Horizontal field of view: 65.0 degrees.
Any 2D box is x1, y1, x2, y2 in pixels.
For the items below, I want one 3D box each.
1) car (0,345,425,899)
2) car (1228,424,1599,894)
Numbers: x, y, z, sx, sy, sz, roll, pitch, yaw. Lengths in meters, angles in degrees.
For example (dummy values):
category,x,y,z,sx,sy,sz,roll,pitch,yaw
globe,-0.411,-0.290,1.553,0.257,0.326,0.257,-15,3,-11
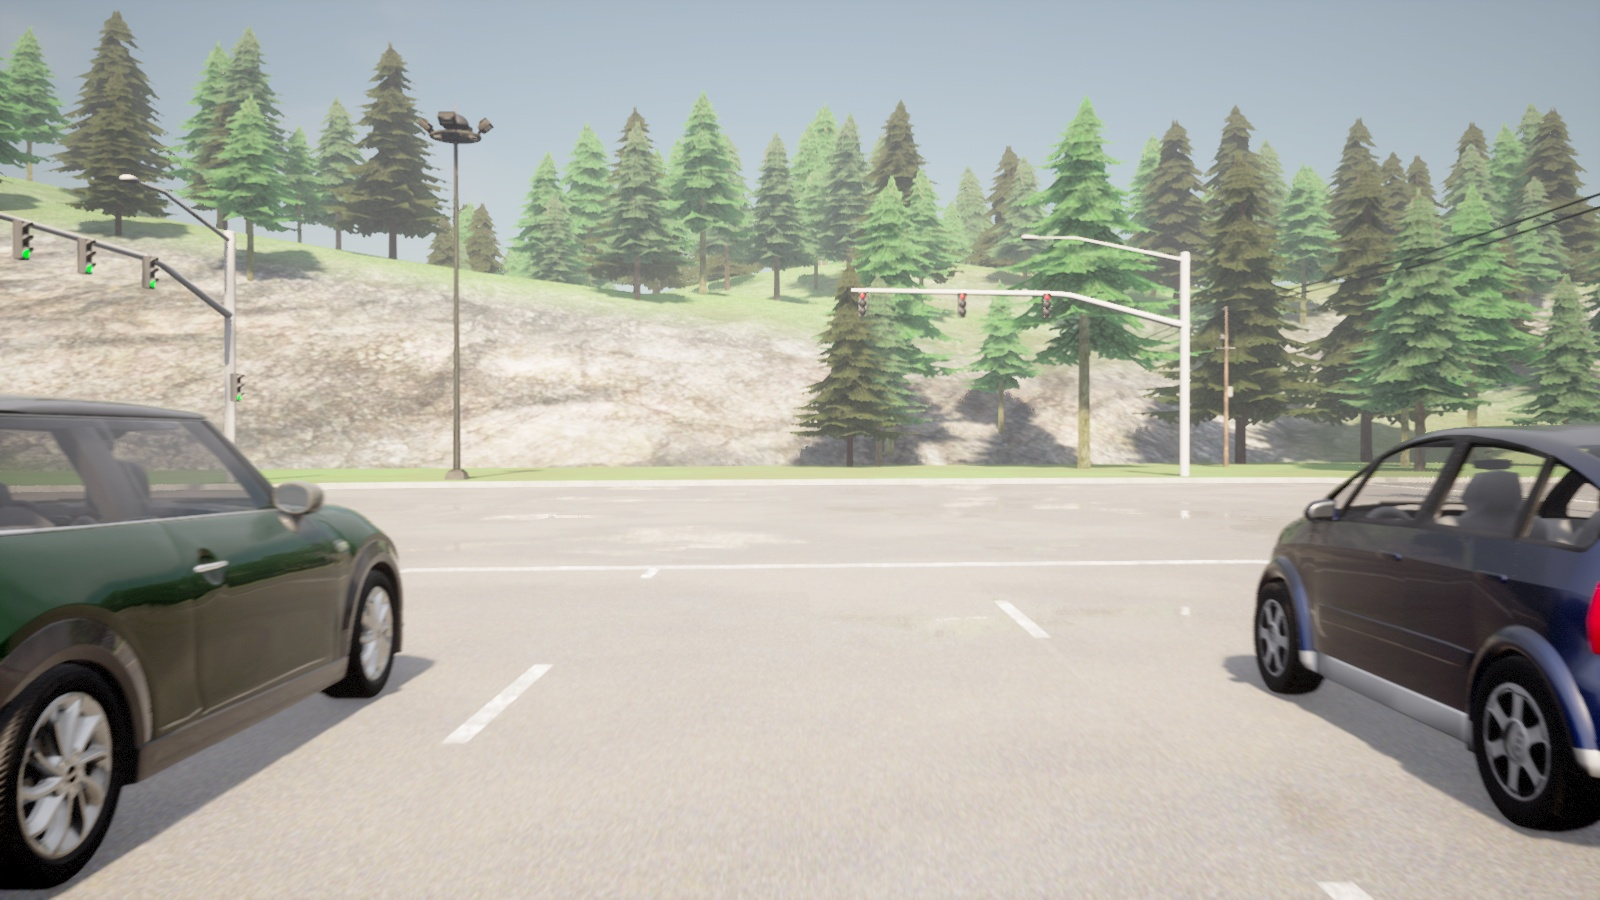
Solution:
category,x,y,z,sx,sy,sz,roll,pitch,yaw
car,-3.452,0.547,5.736,2.097,1.767,4.553,0,1,0
car,3.548,0.671,5.959,1.789,1.549,3.705,0,1,0
